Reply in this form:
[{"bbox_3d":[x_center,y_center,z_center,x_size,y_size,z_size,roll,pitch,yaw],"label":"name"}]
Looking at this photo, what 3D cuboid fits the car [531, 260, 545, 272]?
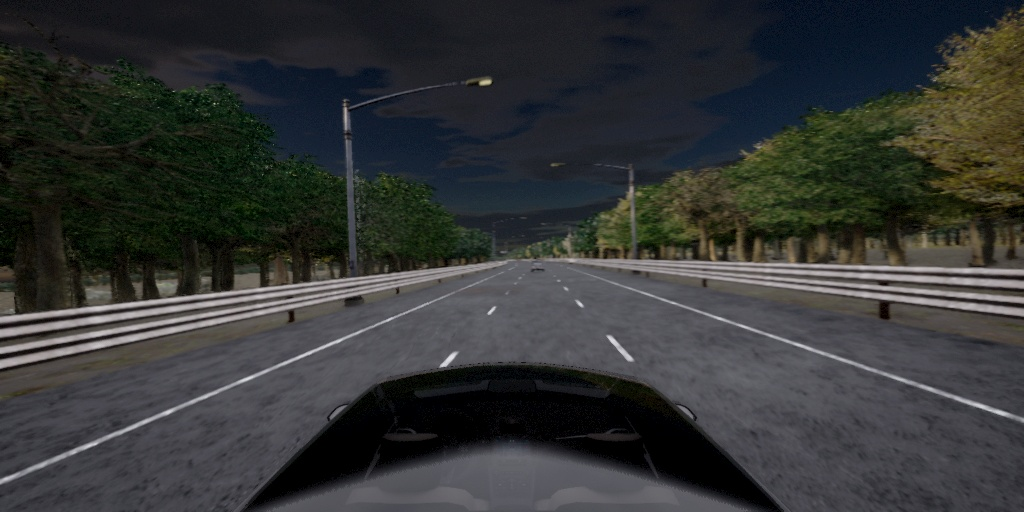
[{"bbox_3d":[3.710,1.532,51.482,2.033,1.411,5.357,-3,-1,4],"label":"car"}]
